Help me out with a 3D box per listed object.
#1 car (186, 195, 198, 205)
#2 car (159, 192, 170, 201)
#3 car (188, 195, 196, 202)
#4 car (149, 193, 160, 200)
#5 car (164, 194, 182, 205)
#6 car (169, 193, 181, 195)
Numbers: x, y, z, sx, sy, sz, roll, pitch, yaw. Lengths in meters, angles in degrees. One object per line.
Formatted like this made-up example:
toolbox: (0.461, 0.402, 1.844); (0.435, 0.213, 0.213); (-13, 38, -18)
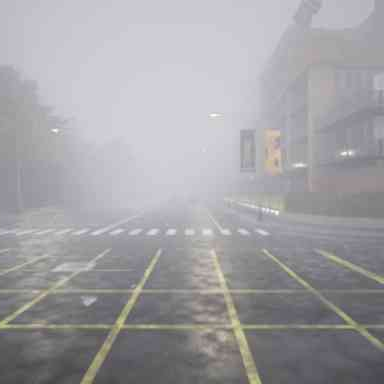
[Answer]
car: (0.015, 1.562, 61.979); (1.812, 1.442, 4.674); (0, 0, 0)
car: (-6.979, 1.535, 89.927); (1.837, 1.490, 4.892); (0, 0, 0)
car: (0.018, 1.521, 76.766); (1.882, 1.535, 5.008); (0, 0, 0)
car: (-10.479, 1.587, 89.928); (1.994, 1.385, 4.181); (0, 0, 0)
car: (-3.486, 1.583, 61.076); (2.033, 1.411, 5.357); (0, 0, 0)
car: (-3.482, 1.267, 76.738); (2.150, 2.045, 5.566); (0, 0, 0)
